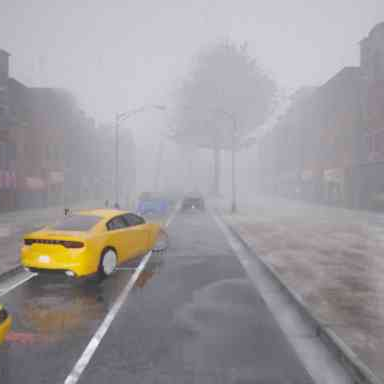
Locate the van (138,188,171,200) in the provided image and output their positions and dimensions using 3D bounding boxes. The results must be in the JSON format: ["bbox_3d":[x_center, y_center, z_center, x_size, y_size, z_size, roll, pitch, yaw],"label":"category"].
[{"bbox_3d":[-2.584,0.748,22.722,1.690,1.788,3.998,2,1,0],"label":"van"}]

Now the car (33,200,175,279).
[{"bbox_3d":[-2.385,1.225,9.494,1.882,1.535,5.008,0,2,19],"label":"car"}]

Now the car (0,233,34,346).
[{"bbox_3d":[-3.023,1.408,1.698,1.801,1.575,5.366,0,1,0],"label":"car"}]

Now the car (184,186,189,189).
[{"bbox_3d":[0.143,0.276,46.719,1.882,1.535,5.008,0,1,0],"label":"car"}]

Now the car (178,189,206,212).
[{"bbox_3d":[0.112,0.796,27.335,1.837,1.490,4.892,0,2,0],"label":"car"}]

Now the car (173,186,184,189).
[{"bbox_3d":[-2.556,0.258,50.395,2.008,1.369,4.403,1,1,0],"label":"car"}]

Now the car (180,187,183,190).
[{"bbox_3d":[-2.562,0.390,44.861,1.887,1.381,4.507,2,1,0],"label":"car"}]

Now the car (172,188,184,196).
[{"bbox_3d":[-2.542,-0.015,61.461,2.008,1.369,4.403,1,1,0],"label":"car"}]

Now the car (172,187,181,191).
[{"bbox_3d":[-2.569,0.515,39.157,1.752,1.417,4.829,2,1,0],"label":"car"}]

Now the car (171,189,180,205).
[{"bbox_3d":[-2.577,0.691,33.795,1.947,1.339,4.313,2,1,0],"label":"car"}]
